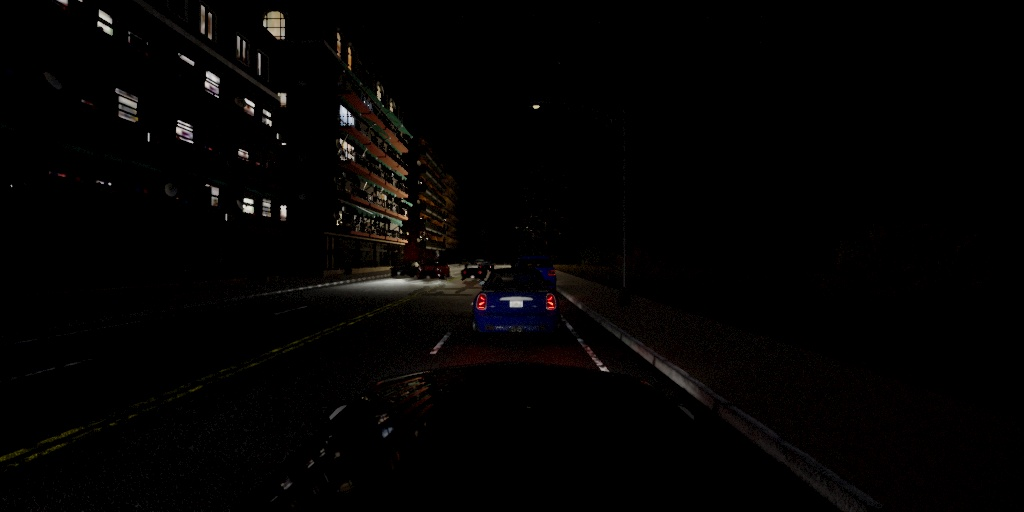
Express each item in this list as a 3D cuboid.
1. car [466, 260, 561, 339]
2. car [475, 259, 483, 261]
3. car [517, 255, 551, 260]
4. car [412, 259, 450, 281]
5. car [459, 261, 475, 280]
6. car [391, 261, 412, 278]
[{"bbox_3d":[0.097,1.103,10.193,2.097,1.767,4.553,0,0,0],"label":"car"},{"bbox_3d":[-3.146,1.352,44.734,1.895,1.301,4.718,0,0,0],"label":"car"},{"bbox_3d":[1.136,0.977,19.768,2.150,2.045,5.566,0,0,0],"label":"car"},{"bbox_3d":[-6.600,1.104,30.442,2.097,1.767,4.553,0,0,0],"label":"car"},{"bbox_3d":[-3.145,1.353,30.733,1.895,1.301,4.718,0,0,0],"label":"car"},{"bbox_3d":[-9.851,1.243,33.647,2.128,1.511,4.902,0,0,0],"label":"car"}]
